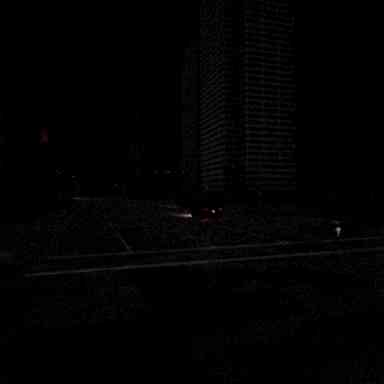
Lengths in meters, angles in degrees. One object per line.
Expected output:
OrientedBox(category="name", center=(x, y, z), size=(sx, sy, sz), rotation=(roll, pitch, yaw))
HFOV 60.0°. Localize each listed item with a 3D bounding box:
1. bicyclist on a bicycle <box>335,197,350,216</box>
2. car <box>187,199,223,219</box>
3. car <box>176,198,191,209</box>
OrientedBox(category="bicyclist on a bicycle", center=(13.189, 1.279, 29.144), size=(1.656, 1.620, 0.582), rotation=(-1, 0, -17))
OrientedBox(category="car", center=(1.309, 1.674, 31.024), size=(1.994, 1.385, 4.181), rotation=(-1, 0, -17))
OrientedBox(category="car", center=(-1.000, 1.673, 50.082), size=(2.128, 1.511, 4.902), rotation=(-1, 0, -17))
